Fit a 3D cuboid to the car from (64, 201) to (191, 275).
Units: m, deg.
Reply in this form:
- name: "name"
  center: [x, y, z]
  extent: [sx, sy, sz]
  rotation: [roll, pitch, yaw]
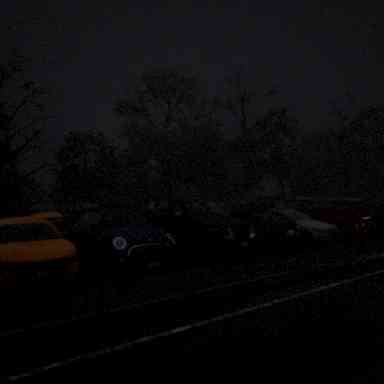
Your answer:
- name: "car"
  center: [-2.317, 1.333, 10.643]
  extent: [2.185, 1.767, 4.553]
  rotation: [0, 0, -35]

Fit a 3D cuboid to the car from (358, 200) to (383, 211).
- name: "car"
  center: [26.372, 1.845, 47.092]
  extent: [2.002, 1.452, 4.674]
  rotation: [1, -1, -35]

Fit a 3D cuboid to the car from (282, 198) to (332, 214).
- name: "car"
  center: [12.847, 1.524, 37.468]
  extent: [2.097, 1.535, 5.008]
  rotation: [0, 0, -35]

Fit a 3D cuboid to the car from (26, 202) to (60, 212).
- name: "car"
  center: [-9.605, 1.454, 21.245]
  extent: [1.946, 1.575, 5.366]
  rotation: [0, 0, -35]

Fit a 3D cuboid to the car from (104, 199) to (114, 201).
- name: "car"
  center: [-7.455, 1.463, 22.995]
  extent: [2.231, 1.521, 4.892]
  rotation: [0, 0, -35]

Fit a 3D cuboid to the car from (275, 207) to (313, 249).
- name: "car"
  center: [2.203, 1.499, 13.860]
  extent: [2.163, 1.488, 4.792]
  rotation: [0, 0, -35]

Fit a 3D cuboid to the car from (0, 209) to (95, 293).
- name: "car"
  center: [-4.564, 1.459, 9.012]
  extent: [2.097, 1.535, 5.008]
  rotation: [0, 0, -35]

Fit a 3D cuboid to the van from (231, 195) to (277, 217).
- name: "van"
  center: [6.014, 1.277, 32.739]
  extent: [1.878, 1.987, 4.442]
  rotation: [0, 0, -35]

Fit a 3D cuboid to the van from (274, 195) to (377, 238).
- name: "van"
  center: [6.675, 1.258, 17.152]
  extent: [1.878, 1.987, 4.442]
  rotation: [0, 0, -35]

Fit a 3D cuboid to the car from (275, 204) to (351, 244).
- name: "car"
  center: [4.480, 1.517, 15.448]
  extent: [2.002, 1.452, 4.674]
  rotation: [0, 0, -35]

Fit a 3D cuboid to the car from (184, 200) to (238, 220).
- name: "car"
  center: [1.571, 1.489, 29.425]
  extent: [2.097, 1.535, 5.008]
  rotation: [0, 0, -35]

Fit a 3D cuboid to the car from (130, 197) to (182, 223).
- name: "car"
  center: [-2.927, 1.350, 26.189]
  extent: [2.185, 1.767, 4.553]
  rotation: [0, 0, -35]

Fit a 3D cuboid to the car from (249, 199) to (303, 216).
- name: "car"
  center: [8.446, 1.507, 34.101]
  extent: [1.946, 1.575, 5.366]
  rotation: [0, 0, -35]

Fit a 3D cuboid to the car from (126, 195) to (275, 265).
- name: "car"
  center: [-0.024, 1.212, 12.202]
  extent: [2.435, 2.045, 5.566]
  rotation: [0, 0, -35]

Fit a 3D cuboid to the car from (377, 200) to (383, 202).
- name: "car"
  center: [13.543, 1.534, 21.863]
  extent: [2.163, 1.488, 4.792]
  rotation: [0, 0, -35]

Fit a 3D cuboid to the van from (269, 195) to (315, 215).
- name: "van"
  center: [10.661, 1.291, 35.762]
  extent: [1.878, 1.987, 4.442]
  rotation: [0, 0, -35]

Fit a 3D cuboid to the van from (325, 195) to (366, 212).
- name: "van"
  center: [19.436, 1.423, 42.298]
  extent: [1.878, 1.987, 4.442]
  rotation: [1, -1, -35]

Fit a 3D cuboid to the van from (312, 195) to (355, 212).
- name: "van"
  center: [17.282, 1.374, 40.764]
  extent: [1.878, 1.987, 4.442]
  rotation: [1, -1, -35]

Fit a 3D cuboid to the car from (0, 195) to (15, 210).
- name: "car"
  center: [-11.984, 1.205, 19.812]
  extent: [2.435, 2.045, 5.566]
  rotation: [0, 0, -35]

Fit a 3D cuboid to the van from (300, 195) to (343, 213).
- name: "van"
  center: [15.053, 1.320, 38.890]
  extent: [1.878, 1.987, 4.442]
  rotation: [1, 0, -35]

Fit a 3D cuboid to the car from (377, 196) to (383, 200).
- name: "car"
  center: [21.777, 1.449, 43.787]
  extent: [2.435, 2.045, 5.566]
  rotation: [1, -1, -35]

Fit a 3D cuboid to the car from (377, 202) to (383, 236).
- name: "car"
  center: [9.001, 1.490, 18.671]
  extent: [2.097, 1.535, 5.008]
  rotation: [0, 0, -35]

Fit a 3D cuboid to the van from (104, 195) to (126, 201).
- name: "van"
  center: [-5.269, 1.243, 24.703]
  extent: [1.878, 1.987, 4.442]
  rotation: [0, 0, -35]

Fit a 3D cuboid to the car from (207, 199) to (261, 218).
- name: "car"
  center: [3.828, 1.497, 31.032]
  extent: [2.231, 1.521, 4.892]
  rotation: [0, 0, -35]

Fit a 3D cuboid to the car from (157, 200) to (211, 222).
- name: "car"
  center: [-0.787, 1.482, 27.745]
  extent: [2.097, 1.535, 5.008]
  rotation: [0, 0, -35]
